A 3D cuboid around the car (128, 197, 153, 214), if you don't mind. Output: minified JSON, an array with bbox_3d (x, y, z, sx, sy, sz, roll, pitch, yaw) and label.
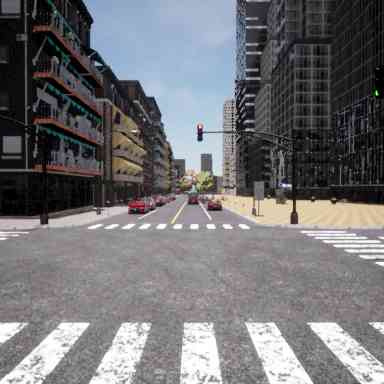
[{"bbox_3d":[-5.625,1.540,35.400,1.887,1.381,4.507,-1,0,0],"label":"car"}]

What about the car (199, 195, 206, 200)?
[{"bbox_3d":[2.842,1.534,92.100,1.752,1.417,4.829,-1,0,0],"label":"car"}]

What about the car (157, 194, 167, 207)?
[{"bbox_3d":[-5.593,1.312,52.348,2.192,1.841,5.009,-1,0,0],"label":"car"}]

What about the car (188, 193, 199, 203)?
[{"bbox_3d":[0.264,1.223,70.034,2.150,2.045,5.566,0,0,0],"label":"car"}]

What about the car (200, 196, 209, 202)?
[{"bbox_3d":[2.806,1.548,74.983,1.887,1.381,4.507,-1,0,0],"label":"car"}]

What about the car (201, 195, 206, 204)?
[{"bbox_3d":[2.782,1.551,63.685,2.008,1.369,4.403,-1,0,0],"label":"car"}]

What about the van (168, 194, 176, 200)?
[{"bbox_3d":[-5.508,1.350,91.889,1.690,1.788,3.998,-1,0,0],"label":"van"}]

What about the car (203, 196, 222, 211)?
[{"bbox_3d":[2.733,1.540,41.089,1.887,1.381,4.507,-1,0,0],"label":"car"}]

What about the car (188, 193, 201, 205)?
[{"bbox_3d":[0.228,1.477,59.769,1.882,1.535,5.008,0,0,0],"label":"car"}]

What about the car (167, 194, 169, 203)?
[{"bbox_3d":[-5.579,1.439,57.996,1.967,1.590,4.097,-1,0,0],"label":"car"}]

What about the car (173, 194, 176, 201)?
[{"bbox_3d":[-5.521,1.322,86.241,2.192,1.841,5.009,-1,0,0],"label":"car"}]

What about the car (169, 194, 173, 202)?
[{"bbox_3d":[-5.553,1.583,69.294,1.802,1.307,4.206,-1,0,0],"label":"car"}]

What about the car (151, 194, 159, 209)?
[{"bbox_3d":[-5.615,1.436,41.049,1.967,1.590,4.097,-1,0,0],"label":"car"}]
